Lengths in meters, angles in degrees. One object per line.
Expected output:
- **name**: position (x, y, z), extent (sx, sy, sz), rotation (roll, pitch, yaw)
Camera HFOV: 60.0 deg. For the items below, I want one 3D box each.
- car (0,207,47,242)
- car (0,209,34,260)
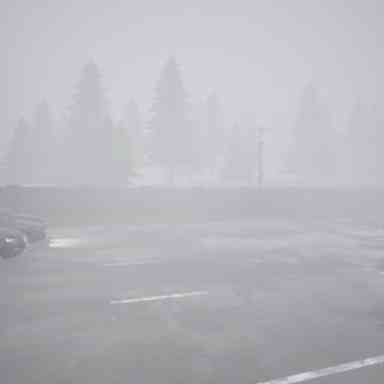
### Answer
- **car**: position (-8.174, 1.501, 13.481), extent (4.181, 1.385, 1.994), rotation (0, 0, -20)
- **car**: position (-7.644, 1.440, 9.948), extent (4.902, 1.511, 2.128), rotation (0, 0, -20)
